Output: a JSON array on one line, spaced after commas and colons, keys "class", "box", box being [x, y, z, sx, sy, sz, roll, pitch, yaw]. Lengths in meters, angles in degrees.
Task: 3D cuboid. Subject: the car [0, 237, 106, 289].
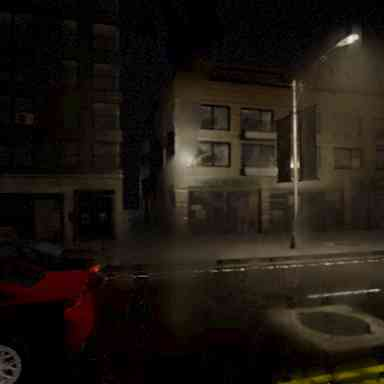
[{"class": "car", "box": [-4.686, 1.758, 7.426, 5.357, 1.411, 2.033, 0, -1, -16]}]

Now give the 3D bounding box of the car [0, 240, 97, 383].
[{"class": "car", "box": [-3.875, 1.606, 4.280, 5.008, 1.535, 1.882, 0, -2, -16]}]
